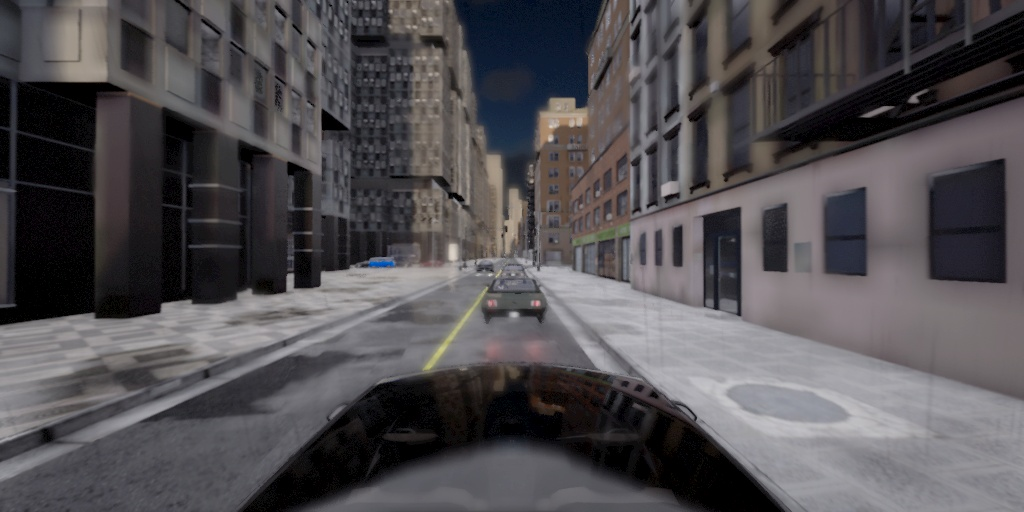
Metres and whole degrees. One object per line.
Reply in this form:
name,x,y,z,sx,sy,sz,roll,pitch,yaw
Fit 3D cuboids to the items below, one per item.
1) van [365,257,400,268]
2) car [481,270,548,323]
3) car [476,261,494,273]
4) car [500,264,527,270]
van,-20.049,1.105,55.718,3.998,1.789,1.690,0,0,0
car,0.079,1.339,12.137,1.895,1.301,4.718,0,0,0
car,-3.021,1.244,41.695,2.033,1.411,5.357,0,0,1
car,0.092,1.270,26.238,2.033,1.411,5.357,0,0,0
